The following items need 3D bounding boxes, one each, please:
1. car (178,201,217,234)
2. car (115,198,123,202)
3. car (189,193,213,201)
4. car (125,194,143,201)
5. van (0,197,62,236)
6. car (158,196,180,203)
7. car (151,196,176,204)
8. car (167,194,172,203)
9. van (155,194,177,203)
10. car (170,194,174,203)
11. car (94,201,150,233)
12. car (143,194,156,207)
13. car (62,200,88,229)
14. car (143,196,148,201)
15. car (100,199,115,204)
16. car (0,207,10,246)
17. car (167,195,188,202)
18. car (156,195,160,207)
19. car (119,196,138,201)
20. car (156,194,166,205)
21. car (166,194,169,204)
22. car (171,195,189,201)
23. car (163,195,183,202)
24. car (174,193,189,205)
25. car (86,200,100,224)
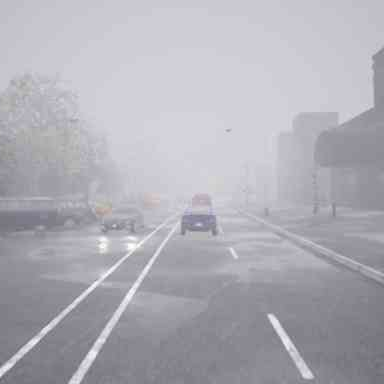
[{"bbox_3d":[0.400,1.480,19.102,1.882,1.535,5.008,0,0,1],"label":"car"},{"bbox_3d":[-8.820,1.534,29.222,4.792,1.488,2.163,-1,0,-18],"label":"car"},{"bbox_3d":[1.160,1.252,37.946,2.150,2.045,5.566,0,0,3],"label":"car"},{"bbox_3d":[-8.399,1.399,38.122,4.553,1.767,2.185,-1,0,-17],"label":"car"},{"bbox_3d":[-9.356,1.266,17.292,4.442,1.987,1.878,-1,0,-19],"label":"van"},{"bbox_3d":[-5.381,1.708,76.574,4.674,1.452,2.002,-1,-1,-14],"label":"car"},{"bbox_3d":[-5.975,1.653,70.659,5.008,1.535,2.097,-1,0,-15],"label":"car"},{"bbox_3d":[-6.766,1.657,61.806,4.674,1.452,2.002,0,-1,-15],"label":"car"},{"bbox_3d":[-5.802,1.437,73.584,4.442,1.987,1.878,-1,0,-14],"label":"van"},{"bbox_3d":[-6.524,1.671,64.744,4.674,1.452,2.002,-1,0,-15],"label":"car"},{"bbox_3d":[-3.936,1.508,19.583,1.837,1.490,4.892,0,0,2],"label":"car"},{"bbox_3d":[-8.121,1.292,44.038,5.566,2.045,2.435,-1,0,-17],"label":"car"},{"bbox_3d":[-9.170,1.493,20.309,5.008,1.535,2.097,-1,0,-19],"label":"car"},{"bbox_3d":[-8.269,1.574,41.086,4.674,1.452,2.002,-1,0,-17],"label":"car"},{"bbox_3d":[-8.959,1.500,26.242,5.008,1.535,2.097,-1,0,-18],"label":"car"},{"bbox_3d":[-9.377,1.488,11.399,5.008,1.535,2.097,-1,0,-19],"label":"car"},{"bbox_3d":[-3.859,1.675,88.428,5.366,1.575,1.946,-1,0,-13],"label":"car"},{"bbox_3d":[-7.705,1.605,49.978,4.674,1.452,2.002,-1,-1,-16],"label":"car"},{"bbox_3d":[-8.591,1.519,35.153,4.892,1.521,2.231,-1,0,-17],"label":"car"},{"bbox_3d":[-7.313,1.571,52.993,5.366,1.575,1.946,-1,-1,-16],"label":"car"},{"bbox_3d":[-7.031,1.644,58.863,4.674,1.452,2.002,-1,0,-16],"label":"car"},{"bbox_3d":[-3.342,1.705,94.265,4.792,1.488,2.163,-1,0,-13],"label":"car"},{"bbox_3d":[-4.704,1.552,82.486,4.553,1.767,2.185,-1,0,-14],"label":"car"},{"bbox_3d":[-1.468,1.347,61.969,2.150,2.045,5.566,0,0,5],"label":"car"},{"bbox_3d":[-9.039,1.370,23.279,4.553,1.767,2.185,-1,0,-18],"label":"car"}]
